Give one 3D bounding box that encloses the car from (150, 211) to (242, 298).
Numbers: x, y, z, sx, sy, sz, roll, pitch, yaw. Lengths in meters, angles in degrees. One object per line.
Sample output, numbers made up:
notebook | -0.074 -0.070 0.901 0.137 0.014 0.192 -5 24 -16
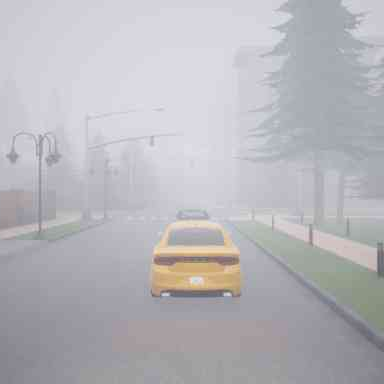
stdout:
car | 0.082 1.478 8.596 1.882 1.535 5.008 0 0 0
